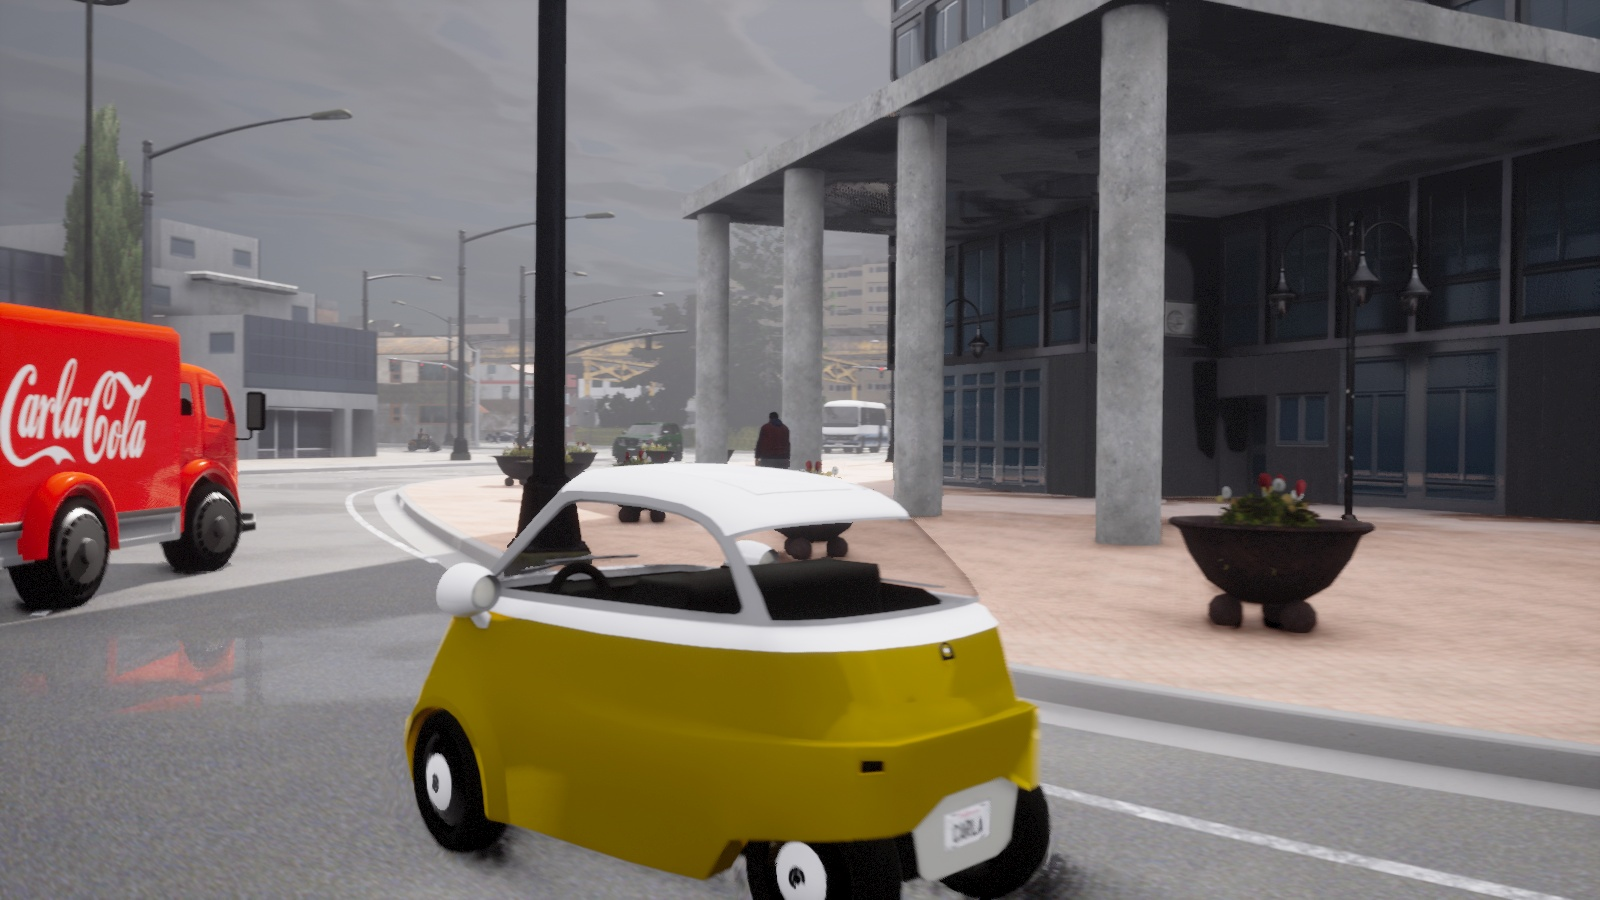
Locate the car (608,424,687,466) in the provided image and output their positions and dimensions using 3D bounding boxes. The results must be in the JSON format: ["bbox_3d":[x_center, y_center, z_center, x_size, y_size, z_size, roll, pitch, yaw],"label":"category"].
[{"bbox_3d":[-7.660,-0.278,63.634,2.150,2.045,5.566,0,1,13],"label":"car"}]

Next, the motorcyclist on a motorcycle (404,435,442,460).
[{"bbox_3d":[-24.834,-0.194,82.661,2.350,1.649,0.766,0,1,17],"label":"motorcyclist on a motorcycle"}]

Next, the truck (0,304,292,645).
[{"bbox_3d":[-7.068,0.161,11.501,2.627,2.467,5.204,-1,1,1],"label":"truck"}]

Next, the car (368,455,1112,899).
[{"bbox_3d":[-0.278,0.734,4.390,2.207,1.376,1.481,1,2,44],"label":"car"}]

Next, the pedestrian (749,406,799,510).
[{"bbox_3d":[-0.474,0.128,22.773,0.634,1.844,0.899,-1,1,-20],"label":"pedestrian"}]
